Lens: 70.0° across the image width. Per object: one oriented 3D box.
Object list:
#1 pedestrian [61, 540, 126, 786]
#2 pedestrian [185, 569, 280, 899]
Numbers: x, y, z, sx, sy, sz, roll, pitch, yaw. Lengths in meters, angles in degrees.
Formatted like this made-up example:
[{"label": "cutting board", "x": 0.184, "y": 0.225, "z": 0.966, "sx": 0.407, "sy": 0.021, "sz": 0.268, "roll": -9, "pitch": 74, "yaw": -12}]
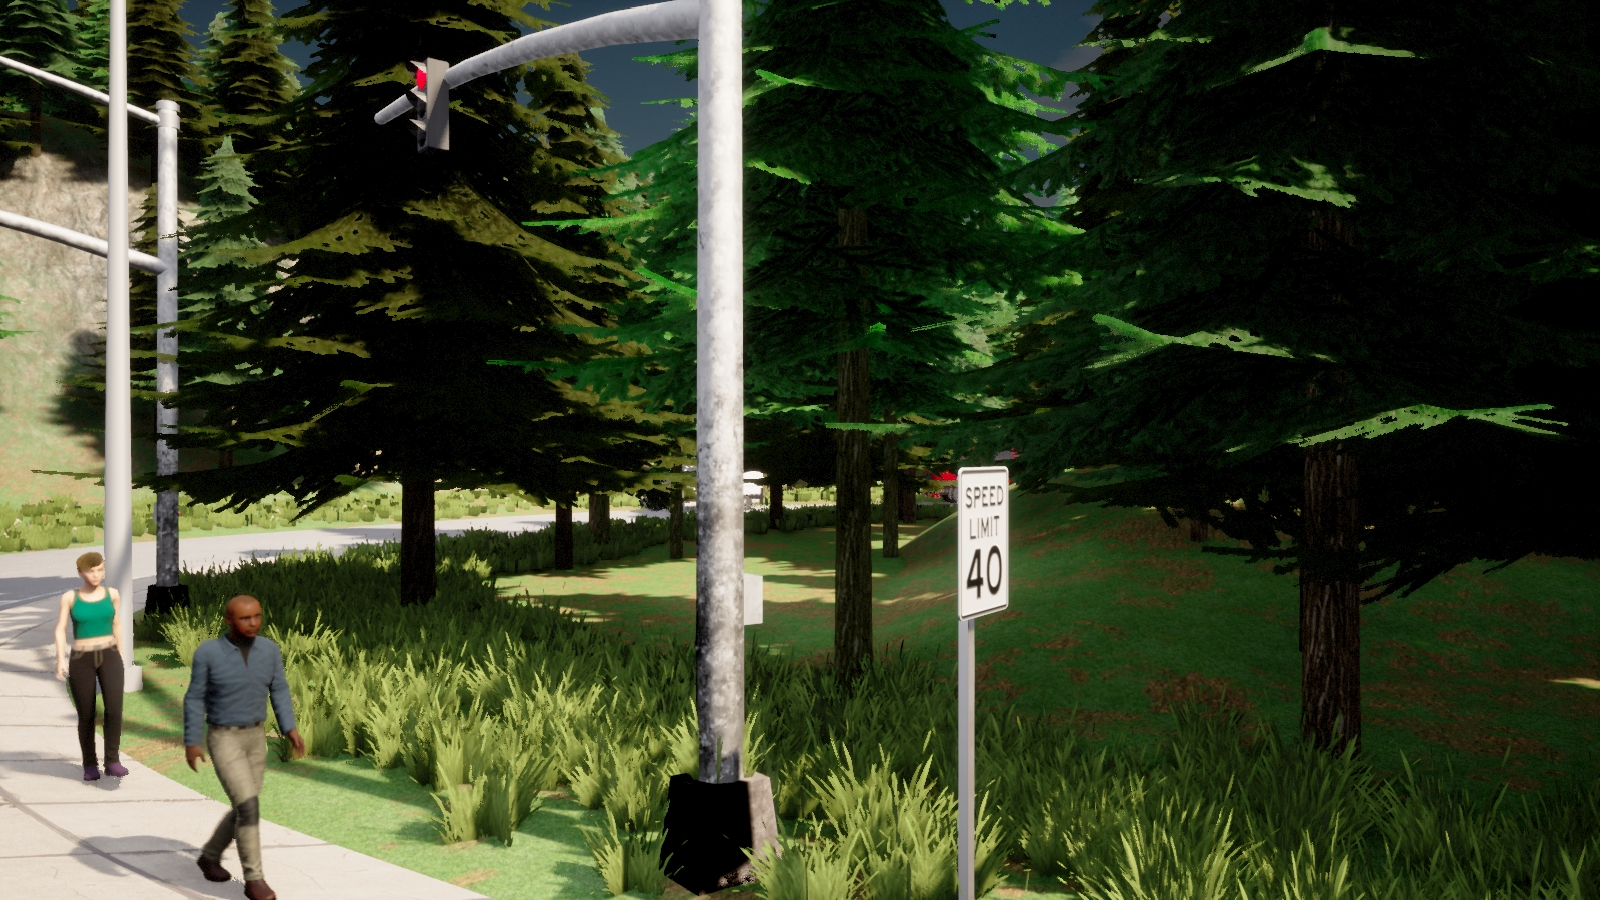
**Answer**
[{"label": "pedestrian", "x": -5.632, "y": 1.669, "z": 9.108, "sx": 0.375, "sy": 1.860, "sz": 0.375, "roll": 0, "pitch": 0, "yaw": -42}, {"label": "pedestrian", "x": -3.404, "y": 1.669, "z": 6.858, "sx": 0.375, "sy": 1.860, "sz": 0.375, "roll": 0, "pitch": 0, "yaw": 35}]
